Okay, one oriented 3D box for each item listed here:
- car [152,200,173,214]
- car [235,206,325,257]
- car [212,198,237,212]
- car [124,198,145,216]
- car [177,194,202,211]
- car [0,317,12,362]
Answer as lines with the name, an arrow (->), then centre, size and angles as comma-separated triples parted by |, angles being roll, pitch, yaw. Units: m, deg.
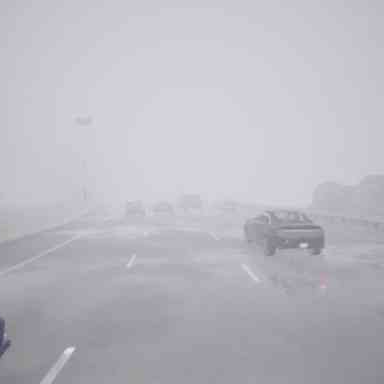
car -> -3.308, 1.620, 36.918 | 1.994, 1.385, 4.181 | -1, 0, -12
car -> 3.310, 1.451, 12.817 | 2.128, 1.511, 4.902 | -1, 0, -4
car -> 3.632, 1.440, 38.127 | 1.882, 1.535, 5.008 | 0, 0, -12
car -> -5.834, 1.636, 33.749 | 2.033, 1.411, 5.357 | -1, 0, -13
car -> -0.337, 1.238, 40.858 | 2.150, 2.045, 5.566 | 0, 0, -13
car -> -2.958, 1.641, 1.685 | 1.895, 1.301, 4.718 | -1, 0, -1
